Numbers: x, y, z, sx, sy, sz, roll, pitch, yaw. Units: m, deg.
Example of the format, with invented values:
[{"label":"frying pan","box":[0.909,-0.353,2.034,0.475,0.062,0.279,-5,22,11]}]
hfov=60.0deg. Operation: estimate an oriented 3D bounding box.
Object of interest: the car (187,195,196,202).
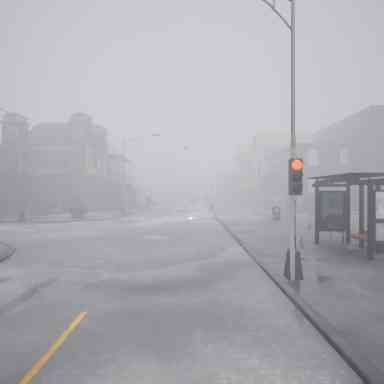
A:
[{"label":"car","box":[-0.117,1.500,77.293,1.837,1.490,4.892,0,0,0]}]

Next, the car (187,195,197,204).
[{"label":"car","box":[0.009,1.548,64.546,2.033,1.411,5.357,0,0,-1]}]
